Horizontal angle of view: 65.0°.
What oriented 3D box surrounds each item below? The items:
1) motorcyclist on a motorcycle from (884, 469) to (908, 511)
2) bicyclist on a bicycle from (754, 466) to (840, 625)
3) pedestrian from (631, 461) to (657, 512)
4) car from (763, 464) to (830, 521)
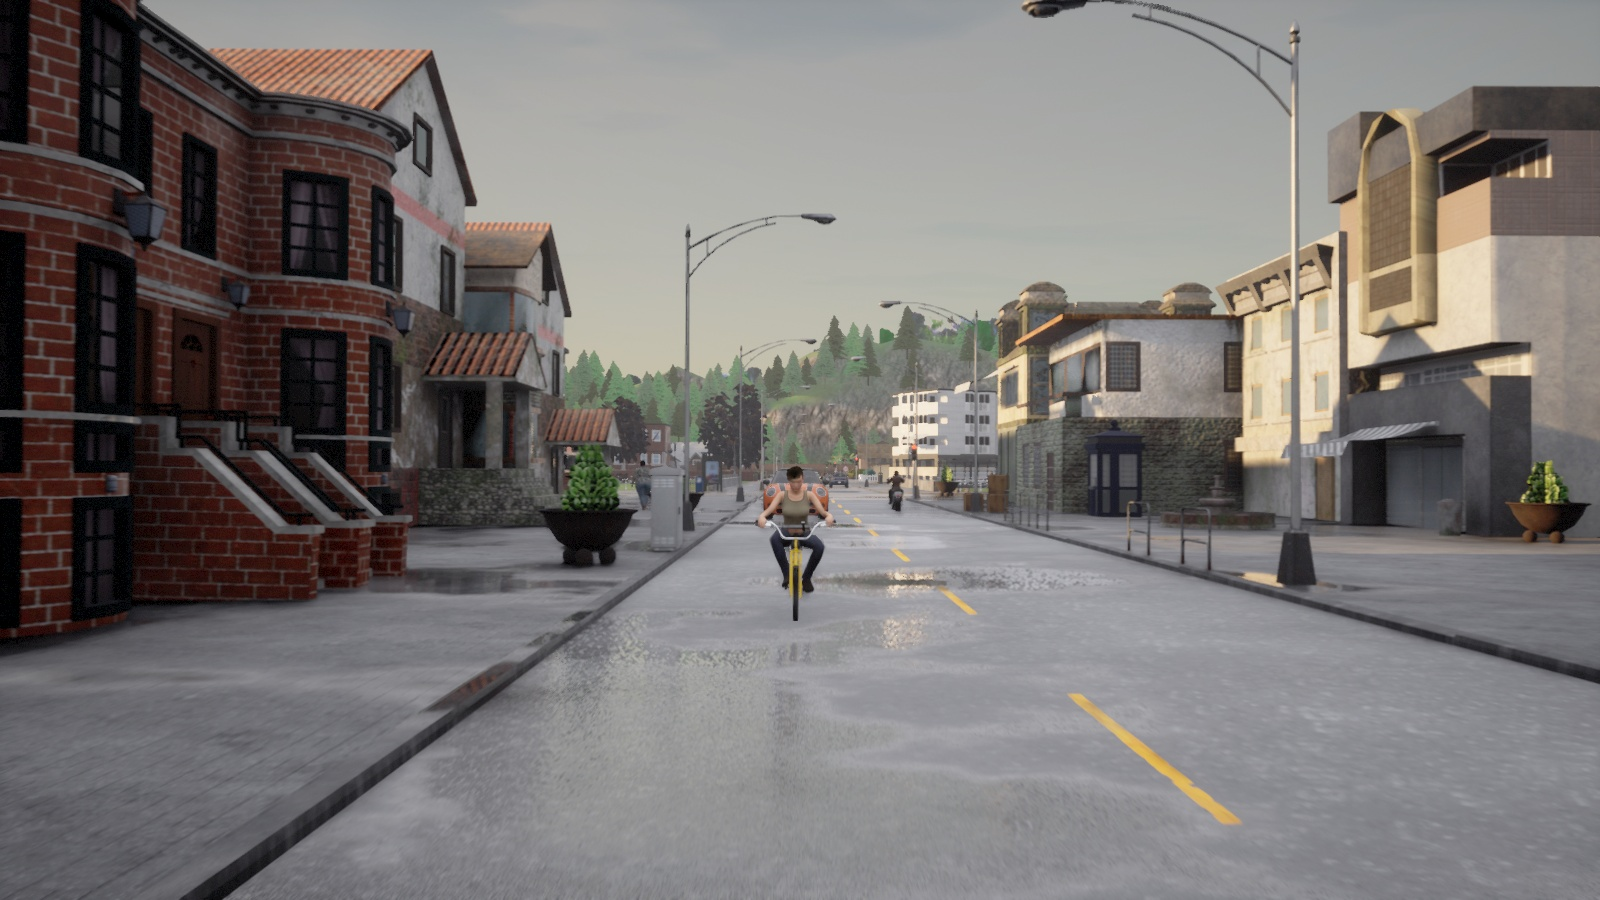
[{"bbox_3d":[3.862,1.598,50.542,0.766,1.649,2.350,0,-1,0],"label":"motorcyclist on a motorcycle"},{"bbox_3d":[-0.037,0.978,13.516,0.866,1.612,1.509,0,-1,0],"label":"bicyclist on a bicycle"},{"bbox_3d":[-5.679,1.316,45.791,0.874,1.855,0.900,0,-1,-11],"label":"pedestrian"},{"bbox_3d":[-0.115,1.374,41.730,2.097,1.767,4.553,0,-1,0],"label":"car"}]
